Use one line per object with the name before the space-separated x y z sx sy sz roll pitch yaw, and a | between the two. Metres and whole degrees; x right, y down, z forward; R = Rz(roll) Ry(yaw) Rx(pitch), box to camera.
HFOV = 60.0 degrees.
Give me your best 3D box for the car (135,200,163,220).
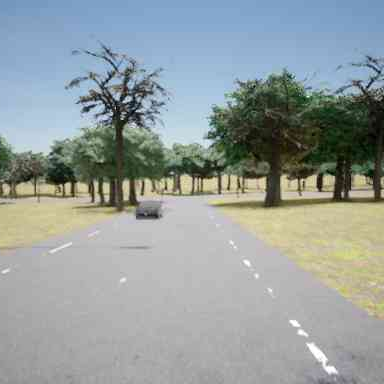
car | -3.601 1.457 28.470 1.882 1.535 5.008 0 0 0
